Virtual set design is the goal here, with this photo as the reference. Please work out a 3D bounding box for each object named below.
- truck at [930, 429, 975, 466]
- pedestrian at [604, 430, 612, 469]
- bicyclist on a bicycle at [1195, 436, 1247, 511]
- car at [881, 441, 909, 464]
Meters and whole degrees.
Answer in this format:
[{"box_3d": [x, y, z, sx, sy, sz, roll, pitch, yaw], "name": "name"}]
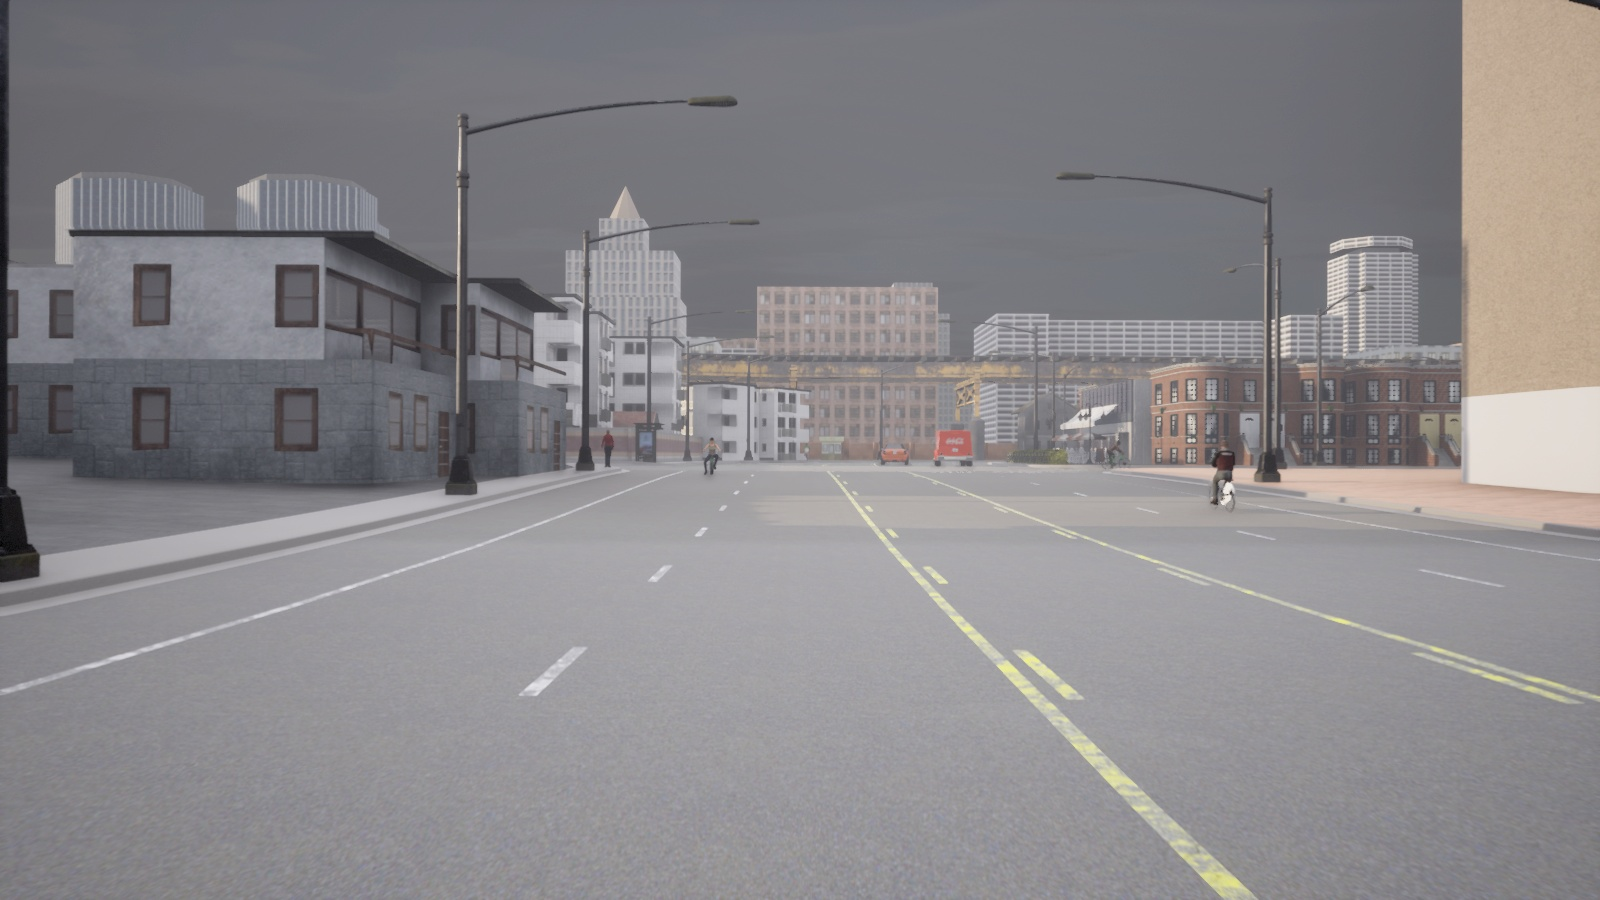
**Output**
[{"box_3d": [10.458, -0.198, 86.719, 2.627, 2.467, 5.204, 0, 0, 2], "name": "truck"}, {"box_3d": [-9.271, -0.033, 60.628, 0.331, 1.846, 0.636, 0, 0, -5], "name": "pedestrian"}, {"box_3d": [10.351, 0.552, 30.954, 0.659, 1.776, 1.843, 0, 1, 0], "name": "bicyclist on a bicycle"}, {"box_3d": [7.352, 0.192, 97.278, 2.097, 1.767, 4.553, 0, 0, 5], "name": "car"}]
